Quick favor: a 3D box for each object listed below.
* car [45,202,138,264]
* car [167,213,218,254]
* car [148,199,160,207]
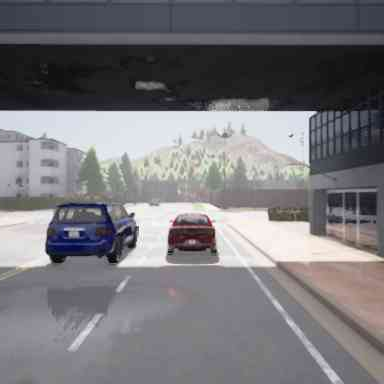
[{"bbox_3d":[-3.490,1.363,12.564,2.150,2.045,5.566,0,0,0],"label":"car"},{"bbox_3d":[0.026,1.633,14.198,1.882,1.535,5.008,0,0,0],"label":"car"},{"bbox_3d":[-7.649,2.213,67.333,1.837,1.490,4.892,0,0,0],"label":"car"}]
